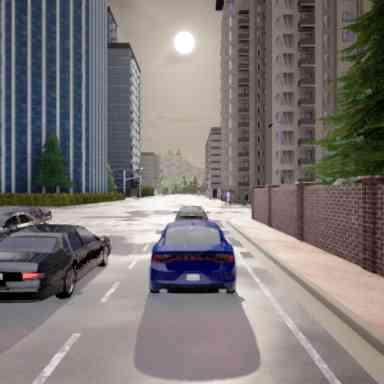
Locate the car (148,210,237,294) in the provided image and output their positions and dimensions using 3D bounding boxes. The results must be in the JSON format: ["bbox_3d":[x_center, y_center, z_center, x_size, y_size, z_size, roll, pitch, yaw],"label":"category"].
[{"bbox_3d":[0.010,1.478,8.852,1.882,1.535,5.008,0,0,0],"label":"car"}]

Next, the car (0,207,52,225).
[{"bbox_3d":[-7.172,1.508,12.176,1.837,1.490,4.892,0,-1,0],"label":"car"}]

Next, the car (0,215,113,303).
[{"bbox_3d":[-3.482,1.548,8.401,2.033,1.411,5.357,0,0,0],"label":"car"}]

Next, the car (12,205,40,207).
[{"bbox_3d":[-10.639,1.550,21.010,2.033,1.411,5.357,0,0,0],"label":"car"}]

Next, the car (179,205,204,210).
[{"bbox_3d":[-0.030,1.508,18.983,1.837,1.490,4.892,0,0,0],"label":"car"}]
